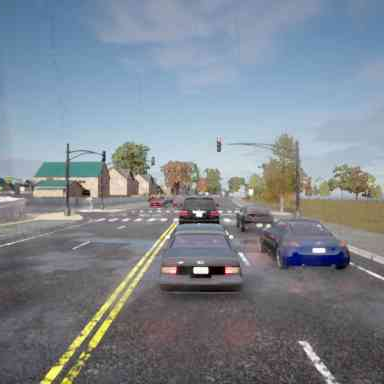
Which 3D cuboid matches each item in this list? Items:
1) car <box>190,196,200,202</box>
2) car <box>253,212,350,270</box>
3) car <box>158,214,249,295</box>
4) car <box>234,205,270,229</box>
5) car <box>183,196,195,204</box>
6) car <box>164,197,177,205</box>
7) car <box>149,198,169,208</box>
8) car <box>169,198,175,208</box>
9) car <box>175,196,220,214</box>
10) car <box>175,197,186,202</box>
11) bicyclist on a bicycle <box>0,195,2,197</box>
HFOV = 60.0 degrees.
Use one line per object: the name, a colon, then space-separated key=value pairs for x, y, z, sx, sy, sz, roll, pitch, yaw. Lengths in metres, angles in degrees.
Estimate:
car: x=0.801 y=1.682 z=81.022 sx=2.128 sy=1.511 sz=4.902 roll=0 pitch=0 yaw=5
car: x=3.500 y=1.570 z=11.102 sx=1.994 sy=1.385 sz=4.181 roll=0 pitch=0 yaw=1
car: x=0.204 y=1.553 z=8.891 sx=2.033 sy=1.411 sz=5.357 roll=0 pitch=0 yaw=1
car: x=3.689 y=1.520 z=19.994 sx=1.837 sy=1.490 sz=4.892 roll=0 pitch=0 yaw=3
car: x=-0.551 y=1.596 z=65.661 sx=1.882 sy=1.535 sz=5.008 roll=0 pitch=0 yaw=5
car: x=-4.012 y=1.716 z=63.213 sx=1.895 sy=1.301 sz=4.718 roll=0 pitch=0 yaw=5
car: x=-5.021 y=1.677 z=48.552 sx=1.895 sy=1.301 sz=4.718 roll=0 pitch=0 yaw=3
car: x=-1.731 y=1.552 z=49.085 sx=1.882 sy=1.535 sz=5.008 roll=0 pitch=0 yaw=4
car: x=0.422 y=1.237 z=19.138 sx=2.150 sy=2.045 sz=5.566 roll=0 pitch=0 yaw=1
car: x=-2.690 y=1.756 z=78.551 sx=1.895 sy=1.301 sz=4.718 roll=0 pitch=0 yaw=5
bicyclist on a bicycle: x=-23.947 y=1.035 z=41.357 sx=0.582 sy=1.620 sz=1.656 roll=1 pitch=-1 yaw=16
